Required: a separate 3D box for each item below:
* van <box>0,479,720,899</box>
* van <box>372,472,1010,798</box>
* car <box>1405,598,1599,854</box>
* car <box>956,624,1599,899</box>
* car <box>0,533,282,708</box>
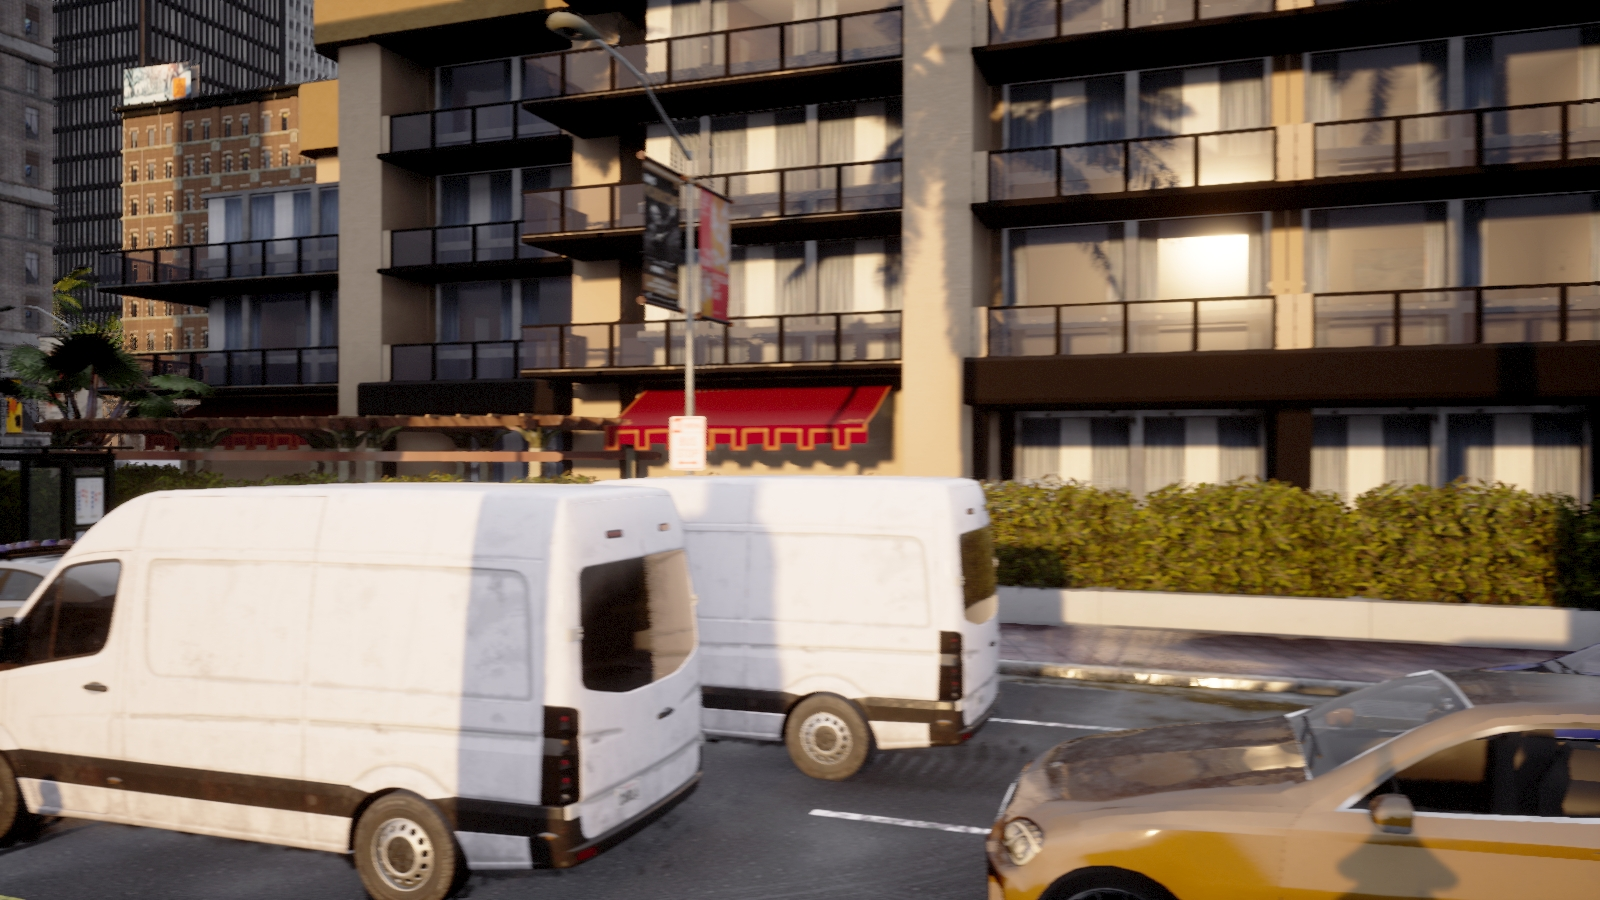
[{"bbox_3d":[-3.703,1.534,8.386,5.915,2.561,1.988,0,0,20],"label":"van"},{"bbox_3d":[-1.081,1.534,11.166,5.915,2.561,1.988,0,0,20],"label":"van"},{"bbox_3d":[6.676,2.038,8.460,3.633,1.501,1.845,0,0,19],"label":"car"},{"bbox_3d":[3.498,1.992,5.843,5.027,1.651,2.152,0,0,19],"label":"car"},{"bbox_3d":[-9.337,1.982,14.271,5.238,1.638,2.097,0,0,20],"label":"car"}]
